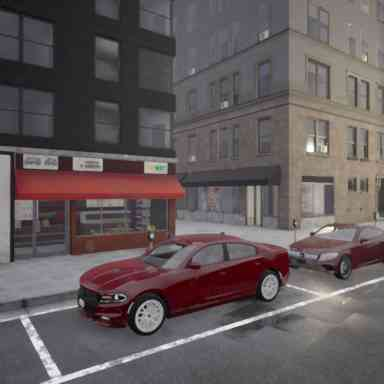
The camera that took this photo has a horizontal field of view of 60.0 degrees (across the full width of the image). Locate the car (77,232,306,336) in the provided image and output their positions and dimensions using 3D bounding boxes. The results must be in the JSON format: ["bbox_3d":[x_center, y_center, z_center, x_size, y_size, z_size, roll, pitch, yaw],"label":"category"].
[{"bbox_3d":[0.046,1.544,6.677,4.507,1.381,1.887,0,0,-35],"label":"car"}]

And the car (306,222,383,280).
[{"bbox_3d":[4.567,1.575,9.898,4.206,1.307,1.802,0,0,-35],"label":"car"}]
